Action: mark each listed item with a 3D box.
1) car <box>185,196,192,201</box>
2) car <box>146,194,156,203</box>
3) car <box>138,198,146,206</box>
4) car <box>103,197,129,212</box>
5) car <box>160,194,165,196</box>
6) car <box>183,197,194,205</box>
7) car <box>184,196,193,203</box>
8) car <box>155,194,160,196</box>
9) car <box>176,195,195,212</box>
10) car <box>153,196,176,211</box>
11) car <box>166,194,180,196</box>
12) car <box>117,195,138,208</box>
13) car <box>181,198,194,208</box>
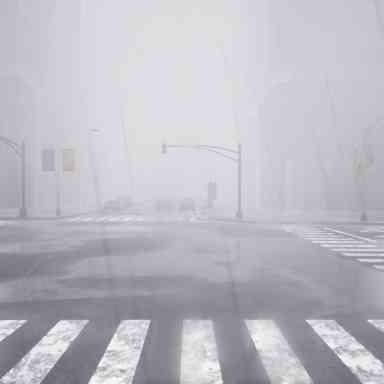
[{"bbox_3d":[-0.857,1.695,93.240,1.887,1.381,4.507,0,0,0],"label":"car"},{"bbox_3d":[-9.265,1.668,71.504,1.802,1.307,4.206,0,0,0],"label":"car"},{"bbox_3d":[-9.176,1.570,55.056,1.752,1.417,4.829,0,0,0],"label":"car"},{"bbox_3d":[-9.090,1.574,38.948,1.947,1.339,4.313,0,0,0],"label":"car"},{"bbox_3d":[-9.381,1.695,93.207,1.887,1.381,4.507,0,0,0],"label":"car"},{"bbox_3d":[-0.682,1.603,60.690,1.887,1.381,4.507,0,0,0],"label":"car"},{"bbox_3d":[-0.741,1.612,71.710,1.752,1.417,4.829,0,0,0],"label":"car"},{"bbox_3d":[-9.295,1.417,76.930,2.192,1.841,5.009,0,0,0],"label":"car"},{"bbox_3d":[-0.566,1.448,38.991,1.967,1.590,4.097,0,0,0],"label":"car"},{"bbox_3d":[-3.267,1.515,40.327,1.837,1.490,4.892,0,0,0],"label":"car"},{"bbox_3d":[-3.356,1.628,62.815,1.994,1.385,4.181,0,0,0],"label":"car"},{"bbox_3d":[-9.120,1.335,44.374,2.192,1.841,5.009,0,0,0],"label":"car"},{"bbox_3d":[-0.623,1.614,49.840,1.802,1.307,4.206,0,0,0],"label":"car"}]
